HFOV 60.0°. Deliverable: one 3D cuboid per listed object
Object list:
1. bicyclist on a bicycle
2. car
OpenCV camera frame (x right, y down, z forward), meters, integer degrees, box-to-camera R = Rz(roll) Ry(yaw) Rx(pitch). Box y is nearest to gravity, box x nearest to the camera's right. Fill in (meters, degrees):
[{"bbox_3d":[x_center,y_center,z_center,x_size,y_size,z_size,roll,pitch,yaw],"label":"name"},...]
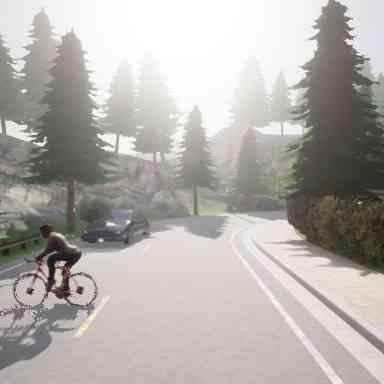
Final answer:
[{"bbox_3d":[-2.660,1.453,6.461,1.656,1.620,0.582,-1,0,0],"label":"bicyclist on a bicycle"},{"bbox_3d":[-3.359,1.546,16.002,2.033,1.411,5.357,0,0,7],"label":"car"}]
